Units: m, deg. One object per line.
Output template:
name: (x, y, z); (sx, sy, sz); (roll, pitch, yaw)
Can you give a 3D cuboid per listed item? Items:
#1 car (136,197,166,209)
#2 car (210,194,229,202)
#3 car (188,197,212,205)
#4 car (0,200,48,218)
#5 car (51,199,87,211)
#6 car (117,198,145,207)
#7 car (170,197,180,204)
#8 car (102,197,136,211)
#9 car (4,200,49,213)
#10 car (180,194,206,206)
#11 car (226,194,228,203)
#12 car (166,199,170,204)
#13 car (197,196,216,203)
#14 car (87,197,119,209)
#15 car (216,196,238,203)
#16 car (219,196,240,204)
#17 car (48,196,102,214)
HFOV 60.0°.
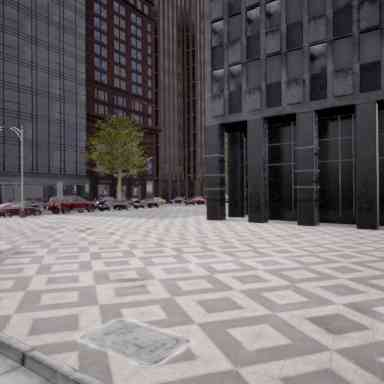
car: (-5.781, 1.510, 43.224); (1.947, 1.339, 4.313); (-1, 0, 35)
car: (6.371, 1.298, 75.940); (2.192, 1.841, 5.009); (-1, 0, 35)
car: (1.454, 1.541, 58.284); (1.895, 1.301, 4.718); (-1, 0, 34)
car: (-15.367, 1.577, 29.287); (1.802, 1.307, 4.206); (-1, 0, 35)
car: (-15.998, 1.644, 43.413); (1.802, 1.307, 4.206); (-1, 0, 35)
car: (-9.606, 1.615, 52.706); (1.802, 1.307, 4.206); (-1, 0, 35)
car: (-3.215, 1.576, 62.000); (1.947, 1.339, 4.313); (-1, 0, 35)
car: (-8.976, 1.526, 38.579); (1.947, 1.339, 4.313); (-1, 0, 35)
car: (-19.193, 1.644, 38.767); (1.947, 1.339, 4.313); (-1, 0, 35)
car: (0.609, 1.464, 52.517); (1.887, 1.381, 4.507); (-1, 0, 35)
car: (3.803, 1.224, 57.164); (2.192, 1.841, 5.009); (-1, 0, 35)
car: (-6.507, 1.546, 57.212); (1.752, 1.417, 4.829); (-1, 0, 35)
car: (3.177, 1.537, 71.293); (1.887, 1.381, 4.507); (-1, 0, 35)
car: (-12.804, 1.486, 48.060); (1.967, 1.590, 4.097); (-1, 0, 35)
car: (7.116, 1.471, 66.515); (2.033, 1.411, 5.357); (-1, 0, 35)
car: (7.000, 1.465, 61.808); (1.947, 1.339, 4.313); (-1, 0, 35)
car: (-12.173, 1.291, 33.935); (2.192, 1.841, 5.009); (-1, 0, 35)
